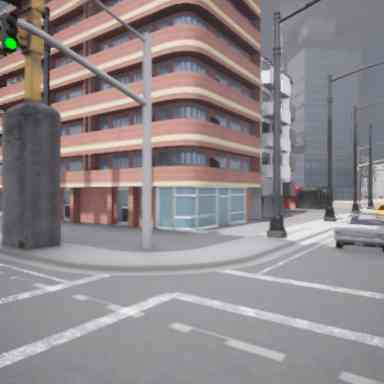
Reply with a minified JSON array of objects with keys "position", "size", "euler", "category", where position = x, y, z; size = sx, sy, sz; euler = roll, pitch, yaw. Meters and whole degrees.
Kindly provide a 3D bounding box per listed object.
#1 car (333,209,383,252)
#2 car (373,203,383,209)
[{"position":[7.416,1.597,14.037],"size":[1.895,1.301,4.718],"euler":[0,0,36],"category":"car"},{"position":[13.362,1.473,22.285],"size":[1.882,1.535,5.008],"euler":[0,0,36],"category":"car"}]
